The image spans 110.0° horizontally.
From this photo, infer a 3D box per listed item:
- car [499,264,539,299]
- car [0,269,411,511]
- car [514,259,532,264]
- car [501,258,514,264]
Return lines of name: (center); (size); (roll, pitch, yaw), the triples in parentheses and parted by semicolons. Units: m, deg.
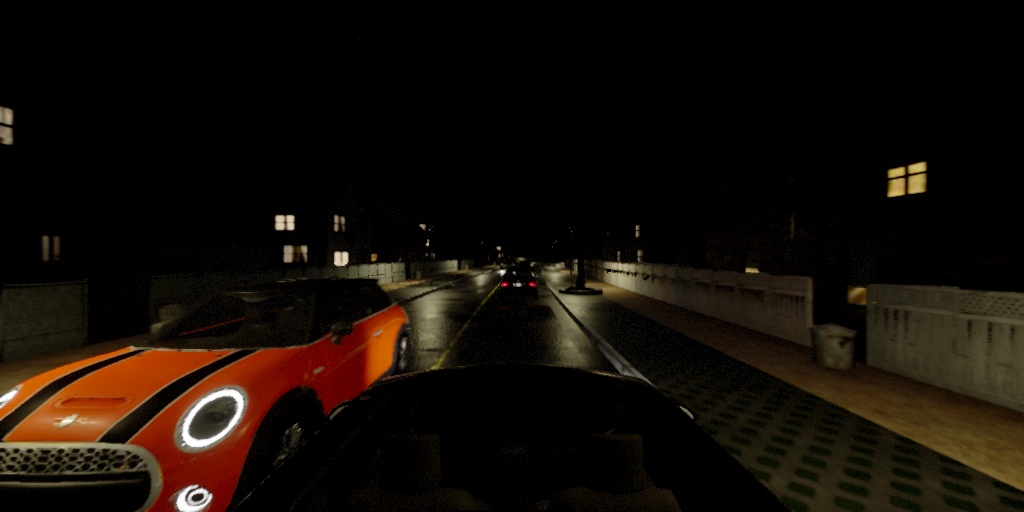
car: (0.360, 1.293, 18.028); (2.033, 1.411, 5.357); (0, 0, 2)
car: (-2.817, 1.101, 4.334); (2.097, 1.767, 4.553); (0, 0, 0)
car: (1.485, 1.263, 38.792); (1.812, 1.442, 4.674); (0, 0, 4)
car: (-0.397, 1.096, 50.033); (2.097, 1.767, 4.553); (0, 0, 6)
